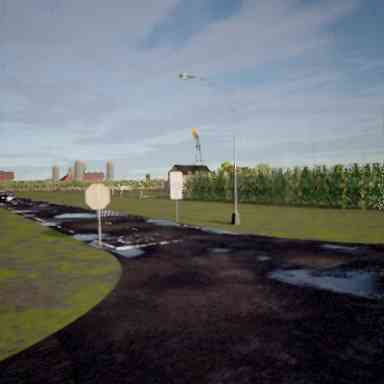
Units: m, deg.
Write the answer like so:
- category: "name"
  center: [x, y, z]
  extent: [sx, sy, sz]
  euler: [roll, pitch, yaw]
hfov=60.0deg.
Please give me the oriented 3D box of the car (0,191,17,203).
- category: "car"
  center: [-25.190, 0.660, 45.318]
  extent: [2.128, 1.511, 4.902]
  euler: [-2, 2, -36]
